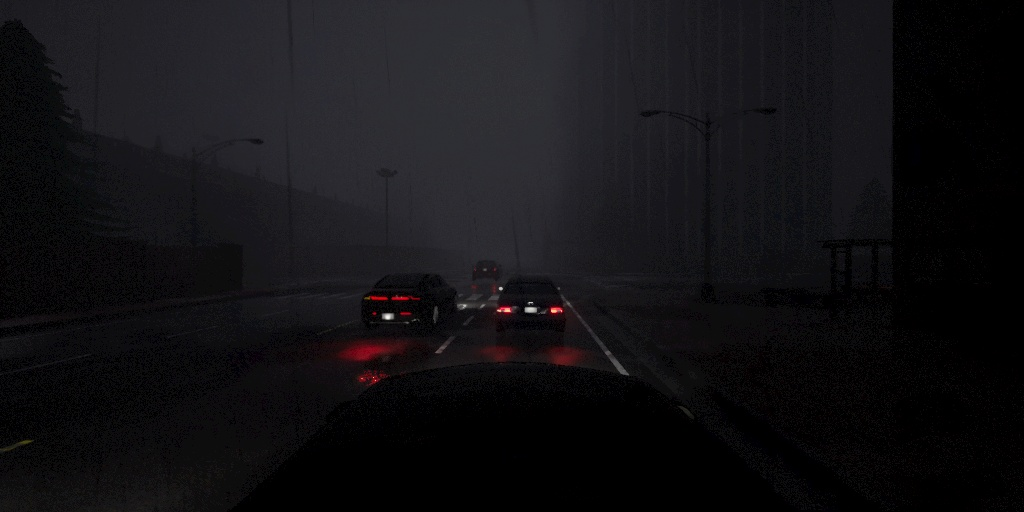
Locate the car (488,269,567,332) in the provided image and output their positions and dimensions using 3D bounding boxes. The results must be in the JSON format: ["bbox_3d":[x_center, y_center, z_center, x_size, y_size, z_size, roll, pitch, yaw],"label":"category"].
[{"bbox_3d":[0.534,1.297,10.820,2.033,1.411,5.357,0,0,2],"label":"car"}]

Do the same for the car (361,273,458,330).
[{"bbox_3d":[-2.935,1.252,11.163,1.837,1.490,4.892,0,-1,2],"label":"car"}]

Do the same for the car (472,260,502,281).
[{"bbox_3d":[-1.993,1.108,30.214,2.097,1.767,4.553,0,0,3],"label":"car"}]
